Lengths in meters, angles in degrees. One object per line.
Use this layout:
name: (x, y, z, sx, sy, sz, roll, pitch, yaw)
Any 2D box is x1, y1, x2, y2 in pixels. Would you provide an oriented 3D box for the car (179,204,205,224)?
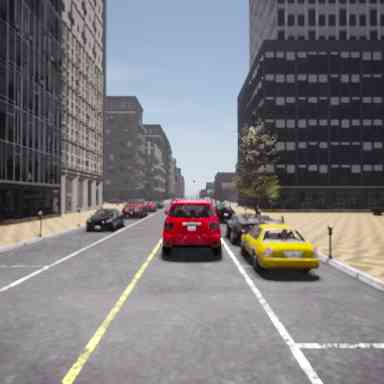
car: (-0.009, 1.827, 28.995, 2.033, 1.411, 5.357, 0, -1, 0)

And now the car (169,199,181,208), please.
car: (-3.080, 2.087, 61.116, 1.882, 1.535, 5.008, 0, 0, 0)

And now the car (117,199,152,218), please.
car: (-5.697, 1.641, 33.692, 2.192, 1.841, 5.009, 0, -1, 0)

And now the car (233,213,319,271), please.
car: (2.664, 1.631, 11.082, 1.752, 1.417, 4.829, 0, -1, 0)

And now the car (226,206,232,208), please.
car: (2.651, 1.835, 27.977, 1.947, 1.339, 4.313, 0, -1, 0)

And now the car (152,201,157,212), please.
car: (-5.702, 1.987, 45.068, 1.887, 1.381, 4.507, 0, -1, 0)

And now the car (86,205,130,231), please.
car: (-5.694, 1.779, 22.312, 1.947, 1.339, 4.313, 0, -1, 0)

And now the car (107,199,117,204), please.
car: (-17.493, 2.306, 77.225, 4.206, 1.307, 1.802, 0, -1, 0)

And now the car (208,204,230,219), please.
car: (2.649, 1.892, 33.667, 1.947, 1.339, 4.313, 0, -1, 0)

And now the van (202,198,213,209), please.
van: (2.642, 1.901, 56.424, 1.690, 1.788, 3.998, 0, -1, 0)

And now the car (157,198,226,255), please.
car: (-0.004, 1.350, 14.017, 2.150, 2.045, 5.566, 0, 0, 0)

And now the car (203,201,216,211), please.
car: (2.643, 2.082, 50.733, 1.802, 1.307, 4.206, 0, -1, 0)

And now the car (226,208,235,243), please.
car: (2.657, 1.709, 16.600, 2.008, 1.369, 4.403, 0, -1, 0)

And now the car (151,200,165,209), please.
car: (-5.706, 2.126, 56.444, 1.947, 1.339, 4.313, 0, -1, 0)
